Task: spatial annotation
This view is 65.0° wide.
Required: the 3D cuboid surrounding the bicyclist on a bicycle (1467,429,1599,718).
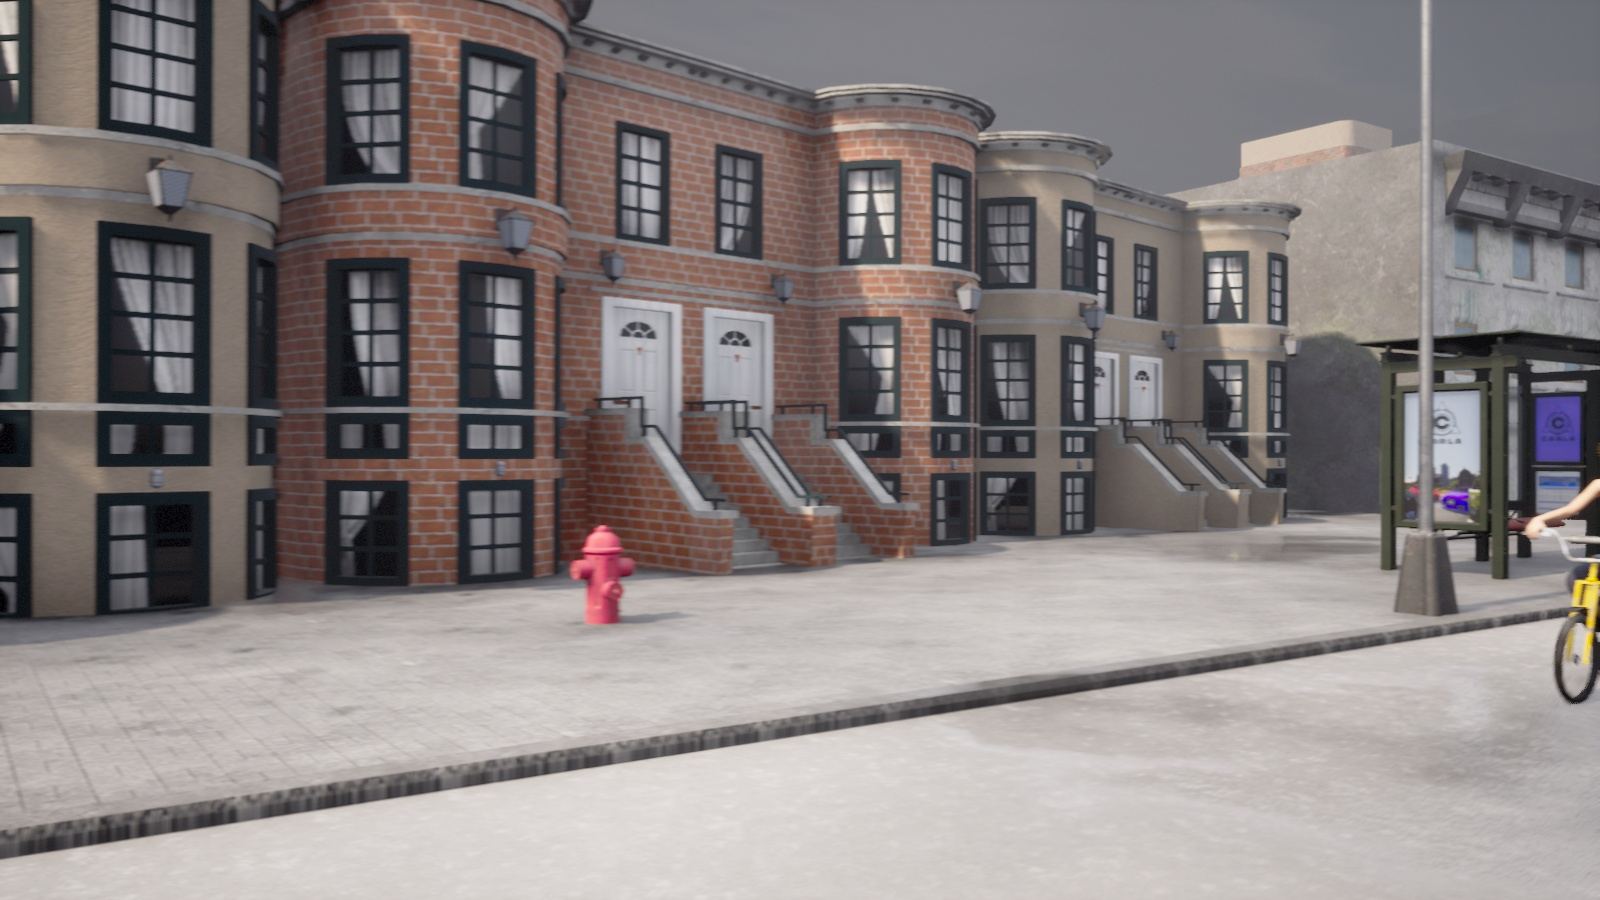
[{"bbox_3d":[4.909,0.690,7.678,1.509,1.612,0.866,0,0,-35],"label":"bicyclist on a bicycle"}]
